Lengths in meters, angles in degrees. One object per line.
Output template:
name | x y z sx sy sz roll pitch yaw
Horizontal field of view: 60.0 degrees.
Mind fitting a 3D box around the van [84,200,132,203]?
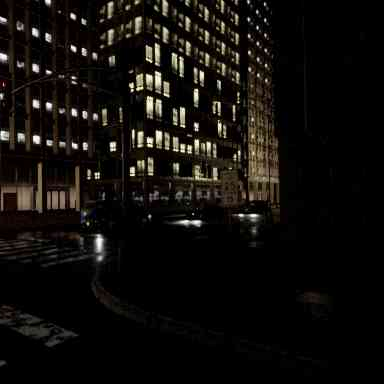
van | -5.941 1.460 23.460 1.690 1.788 3.998 -2 -1 36

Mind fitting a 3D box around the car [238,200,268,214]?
car | 7.155 1.631 37.221 1.812 1.442 4.674 -1 -1 36

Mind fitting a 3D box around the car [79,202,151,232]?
car | -4.598 1.571 20.925 1.837 1.490 4.892 -1 -1 33

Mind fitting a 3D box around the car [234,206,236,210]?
car | 6.913 1.689 41.355 1.752 1.417 4.829 -2 -1 36

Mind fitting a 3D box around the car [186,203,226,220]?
car | 1.260 1.649 29.031 1.994 1.385 4.181 -1 -1 36
